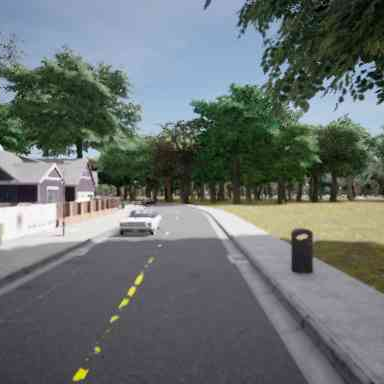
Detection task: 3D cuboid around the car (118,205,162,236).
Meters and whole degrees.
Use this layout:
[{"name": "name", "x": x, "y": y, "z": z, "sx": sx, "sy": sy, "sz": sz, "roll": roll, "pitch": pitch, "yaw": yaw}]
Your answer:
[{"name": "car", "x": -2.850, "y": 1.661, "z": 19.012, "sx": 1.895, "sy": 1.301, "sz": 4.718, "roll": 0, "pitch": 0, "yaw": 0}]

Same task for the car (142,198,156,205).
[{"name": "car", "x": -7.784, "y": 1.809, "z": 60.340, "sx": 1.895, "sy": 1.301, "sz": 4.718, "roll": 0, "pitch": 0, "yaw": -18}]
